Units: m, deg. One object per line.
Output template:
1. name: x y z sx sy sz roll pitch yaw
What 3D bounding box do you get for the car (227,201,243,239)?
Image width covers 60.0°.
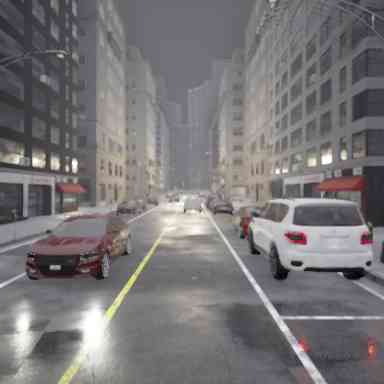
1. car: 3.143 1.396 16.901 1.882 1.535 5.008 0 0 0

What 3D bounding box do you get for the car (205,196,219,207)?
1. car: 2.775 1.316 47.481 1.802 1.307 4.206 0 0 0

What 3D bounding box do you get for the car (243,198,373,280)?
1. car: 3.108 1.172 9.930 2.150 2.045 5.566 0 0 0

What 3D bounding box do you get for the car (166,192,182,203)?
1. car: -2.992 1.177 56.943 1.837 1.490 4.892 0 0 0

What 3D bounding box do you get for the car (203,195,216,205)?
1. car: 2.776 1.214 53.205 1.752 1.417 4.829 0 0 0

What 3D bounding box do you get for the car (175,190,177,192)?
1. car: -5.740 0.752 90.570 1.967 1.590 4.097 1 1 0

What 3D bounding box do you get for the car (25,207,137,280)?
1. car: -3.098 1.429 10.029 1.882 1.535 5.008 0 0 0

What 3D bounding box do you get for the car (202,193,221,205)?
1. car: 2.775 1.090 41.929 2.192 1.841 5.009 0 0 0

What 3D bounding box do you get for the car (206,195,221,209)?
1. car: 2.773 1.336 36.546 1.752 1.417 4.829 0 0 0

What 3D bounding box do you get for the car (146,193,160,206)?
1. car: -5.750 1.050 47.489 2.192 1.841 5.009 0 0 0

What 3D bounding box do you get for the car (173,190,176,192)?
1. car: -5.742 0.919 85.147 1.887 1.381 4.507 0 1 0

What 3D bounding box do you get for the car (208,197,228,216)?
1. car: 2.771 1.413 30.825 1.947 1.339 4.313 0 0 0

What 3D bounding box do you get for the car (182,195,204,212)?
1. car: 0.080 1.346 35.057 1.812 1.442 4.674 0 0 2

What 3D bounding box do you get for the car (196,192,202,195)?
1. car: 0.069 1.206 50.086 2.128 1.511 4.902 0 1 0

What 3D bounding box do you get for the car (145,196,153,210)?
1. car: -5.753 1.394 36.385 1.802 1.307 4.206 0 0 0

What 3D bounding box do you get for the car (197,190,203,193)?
1. car: 2.783 0.925 85.138 2.008 1.369 4.403 0 1 0

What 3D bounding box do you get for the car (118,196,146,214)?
1. car: -5.755 1.392 30.834 1.887 1.381 4.507 0 0 0
